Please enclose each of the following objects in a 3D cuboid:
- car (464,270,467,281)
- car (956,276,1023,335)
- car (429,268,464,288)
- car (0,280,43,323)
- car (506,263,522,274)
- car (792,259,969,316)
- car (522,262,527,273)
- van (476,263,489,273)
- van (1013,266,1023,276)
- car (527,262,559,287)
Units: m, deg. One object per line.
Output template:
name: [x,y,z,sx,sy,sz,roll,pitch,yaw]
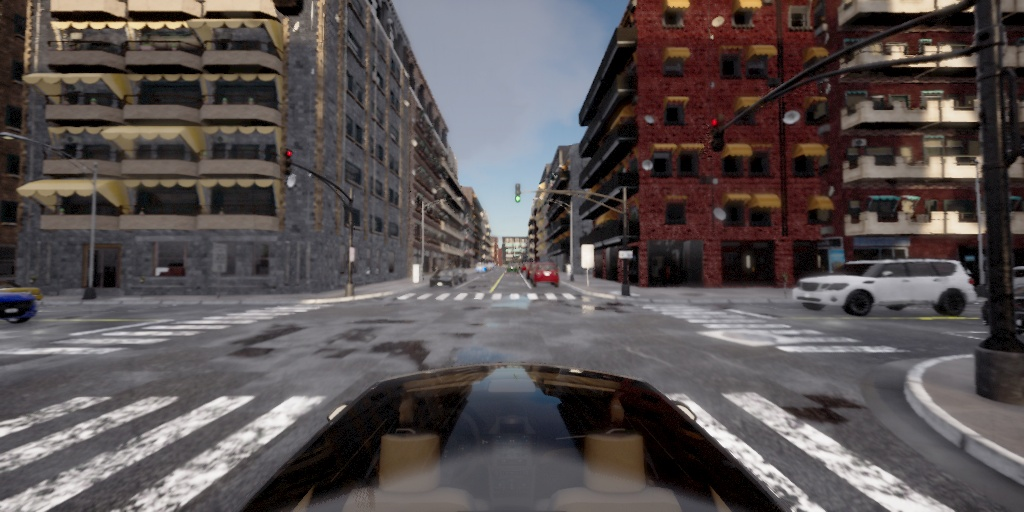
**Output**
car: [-5.310,1.798,34.072,1.948,1.339,4.313,0,0,0]
car: [13.746,1.279,8.265,4.403,1.370,2.007,0,0,0]
car: [-5.311,1.714,28.511,1.948,1.339,4.313,0,0,0]
car: [-17.613,1.387,10.840,5.008,1.535,1.882,0,-2,0]
car: [0.104,2.004,59.078,2.097,1.767,4.553,0,-1,0]
car: [14.029,1.142,13.713,5.566,2.045,2.150,0,-2,0]
car: [2.571,1.633,39.677,2.192,1.841,5.009,0,0,0]
van: [-5.307,2.045,61.872,1.690,1.789,3.998,0,0,0]
van: [24.904,1.321,16.112,3.998,1.789,1.690,0,0,0]
car: [2.570,1.463,28.555,2.192,1.841,5.009,0,0,0]
